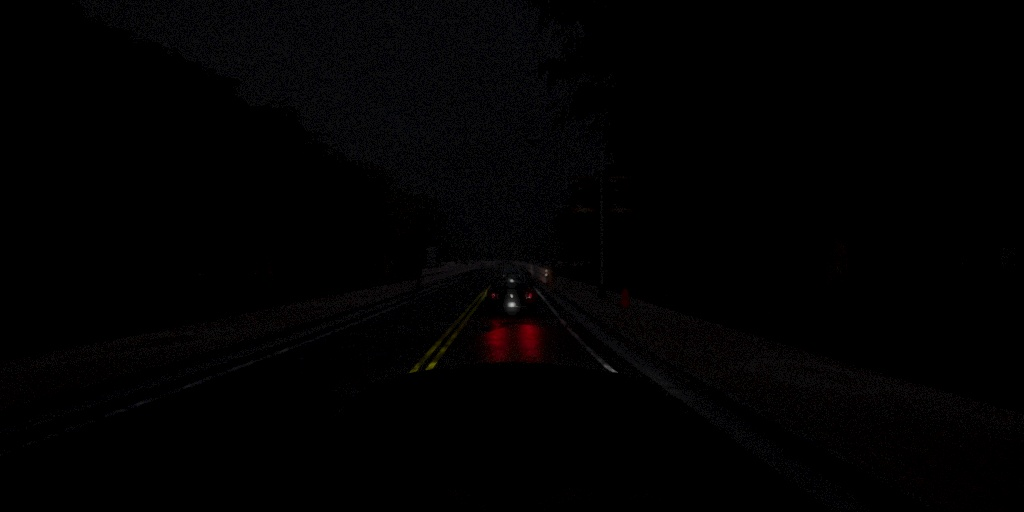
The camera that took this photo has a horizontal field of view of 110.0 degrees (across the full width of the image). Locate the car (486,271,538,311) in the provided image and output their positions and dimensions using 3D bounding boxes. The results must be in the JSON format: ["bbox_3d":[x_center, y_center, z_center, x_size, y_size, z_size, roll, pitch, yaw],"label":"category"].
[{"bbox_3d":[0.012,1.486,15.121,1.895,1.301,4.718,0,-1,0],"label":"car"}]

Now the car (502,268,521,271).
[{"bbox_3d":[-0.018,1.637,30.130,1.895,1.301,4.718,0,-1,0],"label":"car"}]
